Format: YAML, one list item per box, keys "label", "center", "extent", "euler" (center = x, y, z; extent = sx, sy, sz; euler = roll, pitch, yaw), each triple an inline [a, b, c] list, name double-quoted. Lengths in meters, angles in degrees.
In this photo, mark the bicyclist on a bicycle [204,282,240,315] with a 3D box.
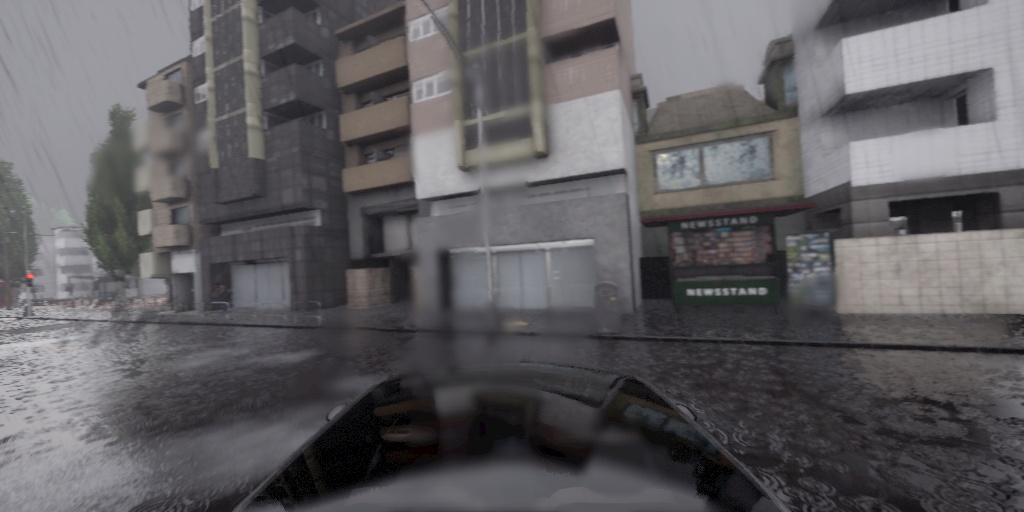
- label: "bicyclist on a bicycle"
  center: [-14.900, 2.166, 18.393]
  extent: [0.582, 1.620, 1.656]
  euler: [-4, 0, 24]
